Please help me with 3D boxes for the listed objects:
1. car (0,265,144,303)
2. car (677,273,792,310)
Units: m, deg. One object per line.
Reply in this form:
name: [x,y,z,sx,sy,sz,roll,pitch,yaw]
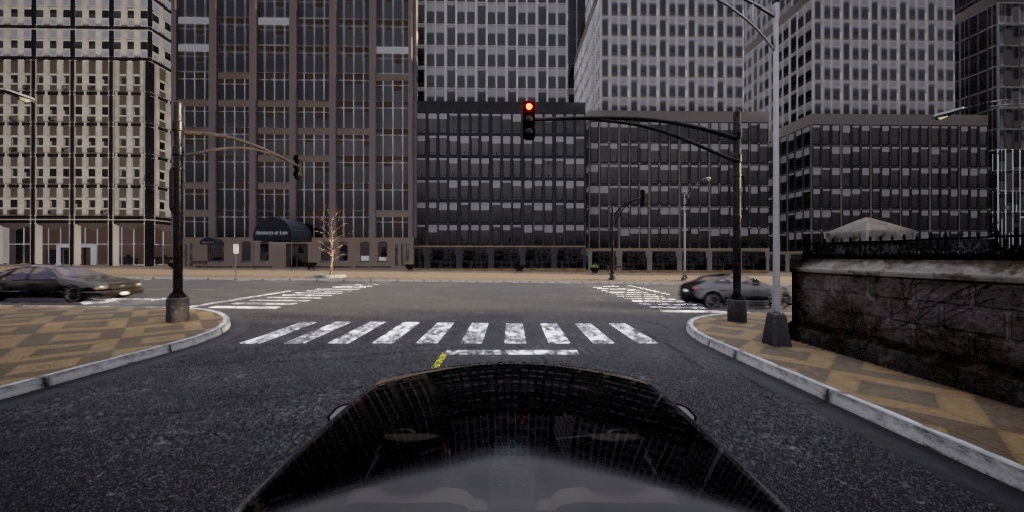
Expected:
car: [-18.339,1.081,14.463,5.357,1.411,2.033,1,0,-1]
car: [9.241,1.434,15.008,4.181,1.385,1.994,1,0,-1]
